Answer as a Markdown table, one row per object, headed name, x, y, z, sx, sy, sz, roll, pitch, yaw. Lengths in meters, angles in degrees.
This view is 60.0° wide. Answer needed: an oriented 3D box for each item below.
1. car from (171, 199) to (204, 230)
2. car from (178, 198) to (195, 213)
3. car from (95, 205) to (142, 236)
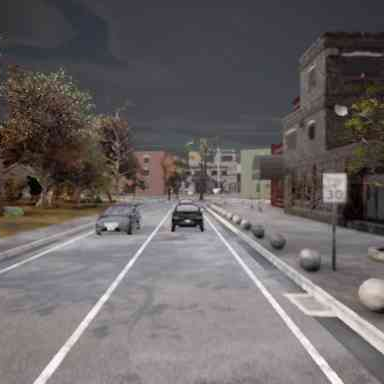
| name | x | y | z | sx | sy | sz | roll | pitch | yaw |
| --- | --- | --- | --- | --- | --- | --- | --- | --- | --- |
| car | -0.289 | 1.466 | 20.852 | 1.882 | 1.535 | 5.008 | 0 | 0 | -1 |
| car | -0.637 | 1.487 | 38.073 | 1.812 | 1.442 | 4.674 | 0 | 0 | -1 |
| car | -3.937 | 1.492 | 18.403 | 2.128 | 1.511 | 4.902 | 0 | 0 | -1 |
